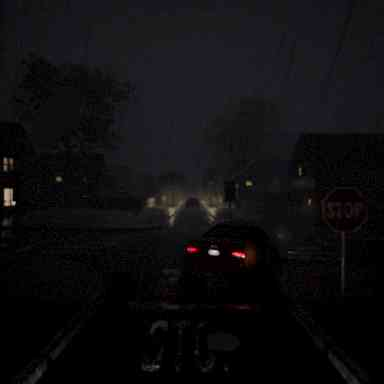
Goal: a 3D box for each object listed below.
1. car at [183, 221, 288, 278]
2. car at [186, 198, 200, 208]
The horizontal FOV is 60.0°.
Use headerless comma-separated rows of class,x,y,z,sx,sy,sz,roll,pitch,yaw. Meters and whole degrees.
car,1.611,1.615,10.303,2.033,1.411,5.357,1,-2,25
car,0.094,1.586,49.561,1.882,1.535,5.008,0,0,0
